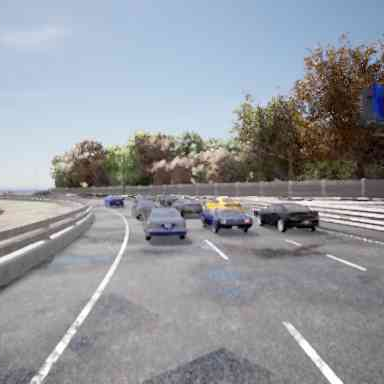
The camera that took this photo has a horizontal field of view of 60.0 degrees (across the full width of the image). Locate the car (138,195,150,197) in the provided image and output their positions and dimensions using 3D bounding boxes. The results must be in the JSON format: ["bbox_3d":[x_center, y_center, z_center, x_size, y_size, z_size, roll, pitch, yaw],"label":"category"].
[{"bbox_3d":[-6.514,1.226,44.583,1.837,1.490,4.892,0,1,-24],"label":"car"}]

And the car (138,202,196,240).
[{"bbox_3d":[-1.434,1.439,16.363,2.033,1.411,5.357,0,0,-10],"label":"car"}]

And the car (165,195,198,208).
[{"bbox_3d":[-0.547,1.295,28.351,2.128,1.511,4.902,0,0,-17],"label":"car"}]

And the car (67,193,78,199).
[{"bbox_3d":[-30.606,0.978,83.315,4.718,1.301,1.895,0,1,40],"label":"car"}]

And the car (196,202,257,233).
[{"bbox_3d":[1.744,1.462,18.584,1.895,1.301,4.718,0,0,-10],"label":"car"}]

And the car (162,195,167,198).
[{"bbox_3d":[-3.231,1.201,45.822,1.837,1.490,4.892,0,1,-24],"label":"car"}]

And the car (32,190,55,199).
[{"bbox_3d":[-35.309,0.667,78.127,5.566,2.045,2.150,0,1,40],"label":"car"}]

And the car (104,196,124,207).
[{"bbox_3d":[-10.633,1.213,45.195,1.882,1.535,5.008,0,1,-25],"label":"car"}]

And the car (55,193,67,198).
[{"bbox_3d":[-32.934,0.965,80.703,4.181,1.385,1.994,0,1,40],"label":"car"}]

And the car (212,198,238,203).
[{"bbox_3d":[2.714,1.256,29.656,1.882,1.535,5.008,0,1,-17],"label":"car"}]

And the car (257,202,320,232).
[{"bbox_3d":[5.243,1.319,18.869,1.882,1.535,5.008,0,0,-10],"label":"car"}]

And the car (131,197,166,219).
[{"bbox_3d":[-3.843,1.376,27.205,2.033,1.411,5.357,0,0,-16],"label":"car"}]
